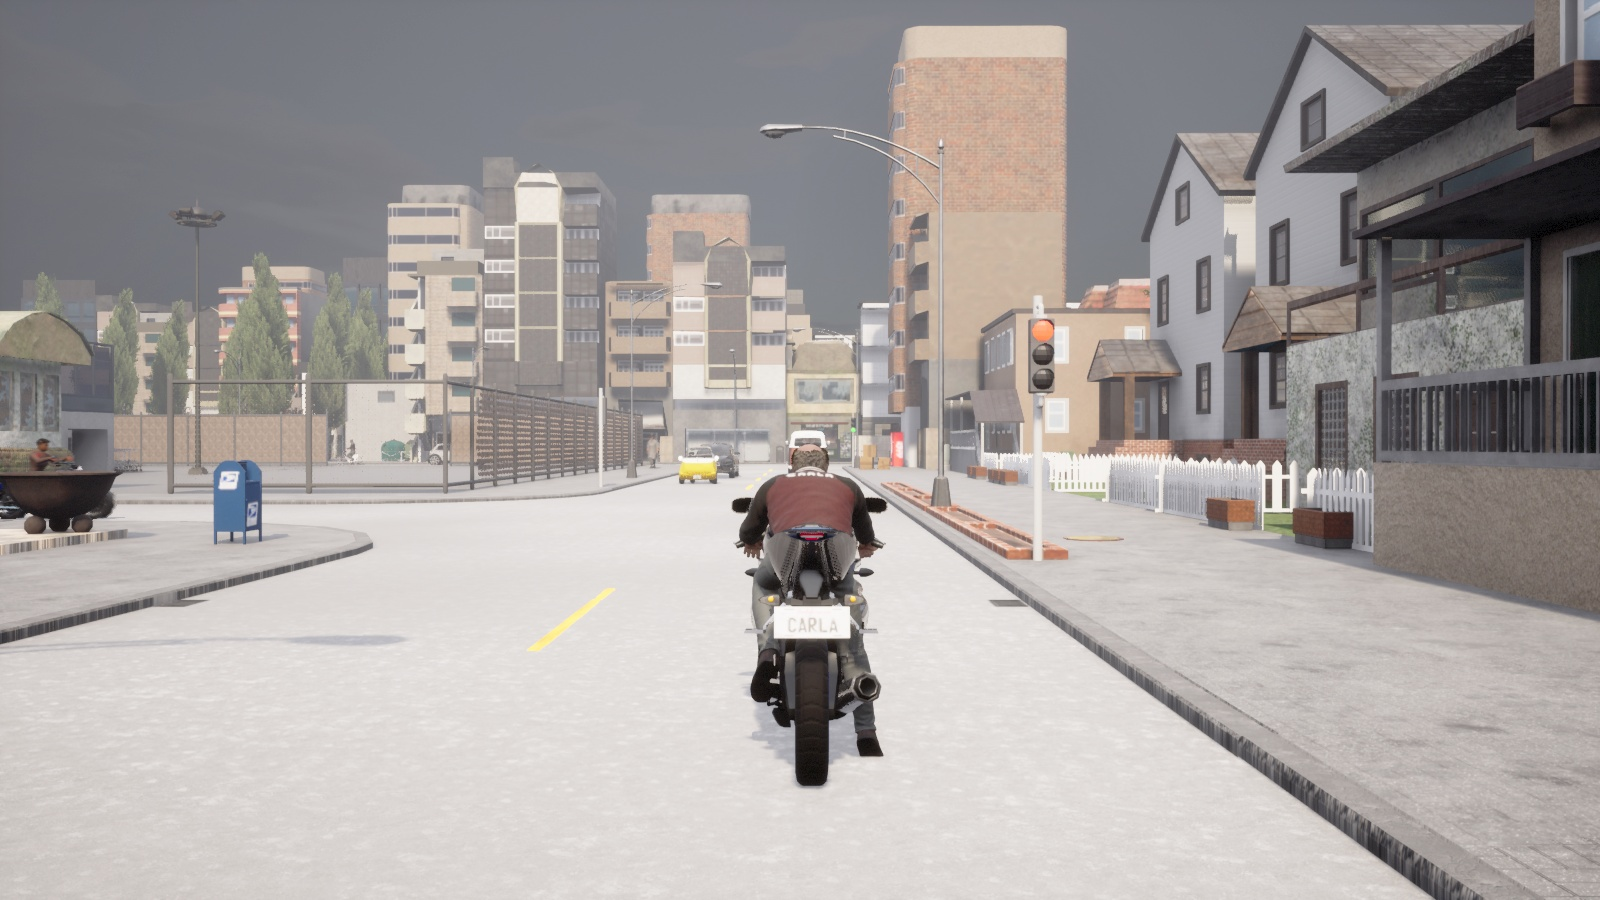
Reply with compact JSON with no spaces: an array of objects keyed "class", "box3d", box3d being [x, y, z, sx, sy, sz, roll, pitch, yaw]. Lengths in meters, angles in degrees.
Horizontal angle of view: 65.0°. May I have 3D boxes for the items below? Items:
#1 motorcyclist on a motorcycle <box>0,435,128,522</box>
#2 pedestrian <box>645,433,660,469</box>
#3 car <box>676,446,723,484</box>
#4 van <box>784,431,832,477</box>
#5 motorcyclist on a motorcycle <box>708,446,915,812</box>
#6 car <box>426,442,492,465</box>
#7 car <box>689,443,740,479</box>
[{"class":"motorcyclist on a motorcycle","box3d":[-14.504,0.547,24.540,2.350,1.649,0.766,0,0,0]},{"class":"pedestrian","box3d":[-7.971,0.067,67.890,0.659,1.952,0.873,0,0,7]},{"class":"car","box3d":[-3.681,0.537,46.247,1.481,1.376,2.207,0,0,1]},{"class":"van","box3d":[0.356,0.152,57.007,2.069,2.038,4.480,0,1,0]},{"class":"motorcyclist on a motorcycle","box3d":[0.050,0.746,6.352,0.866,1.530,2.191,0,0,0]},{"class":"car","box3d":[-22.269,0.230,82.157,3.806,1.475,1.970,0,0,1]},{"class":"car","box3d":[-3.660,0.441,54.512,1.837,1.490,4.892,0,0,1]}]
